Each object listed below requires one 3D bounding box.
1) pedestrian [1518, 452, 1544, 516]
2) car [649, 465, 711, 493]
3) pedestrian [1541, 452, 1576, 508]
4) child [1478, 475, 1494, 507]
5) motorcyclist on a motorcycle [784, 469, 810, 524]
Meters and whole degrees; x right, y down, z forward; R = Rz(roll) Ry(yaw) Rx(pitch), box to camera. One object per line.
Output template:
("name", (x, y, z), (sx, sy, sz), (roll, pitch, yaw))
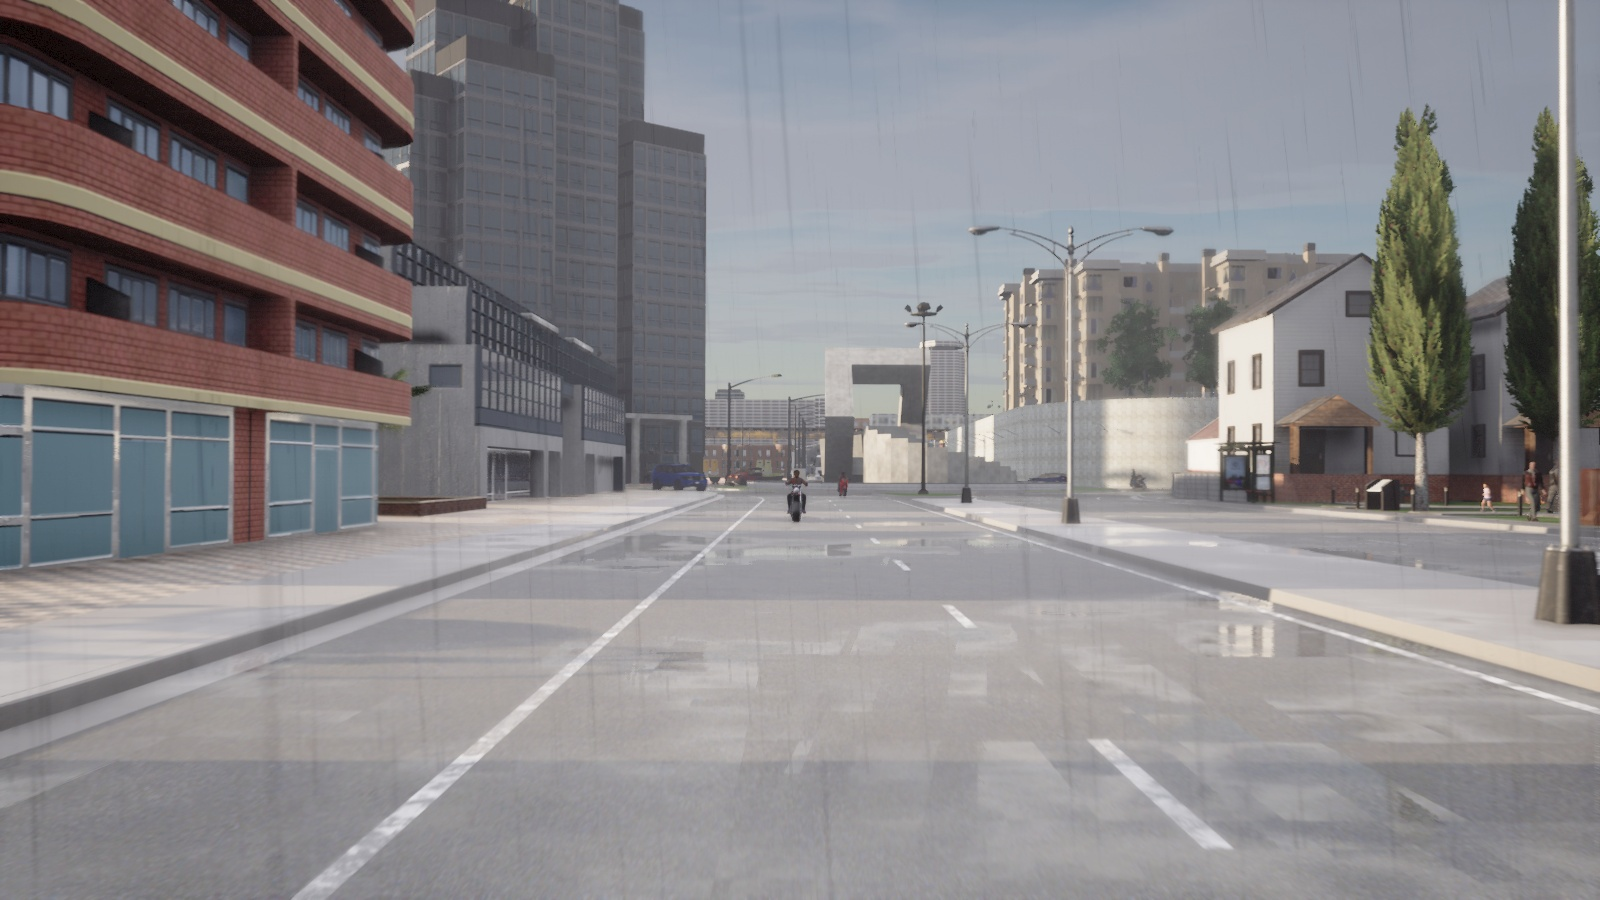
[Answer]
("pedestrian", (21.307, 0.991, 36.613), (0.376, 1.854, 0.720), (0, -1, 7))
("car", (-8.938, 2.125, 93.049), (2.150, 2.045, 5.566), (0, -1, -35))
("pedestrian", (25.905, 1.033, 42.907), (0.849, 1.883, 0.563), (0, -1, 2))
("child", (23.922, 1.436, 43.804), (0.394, 1.110, 0.255), (0, -1, -15))
("motorcyclist on a motorcycle", (-0.095, 1.418, 39.039), (0.766, 1.649, 2.350), (0, -1, 0))
